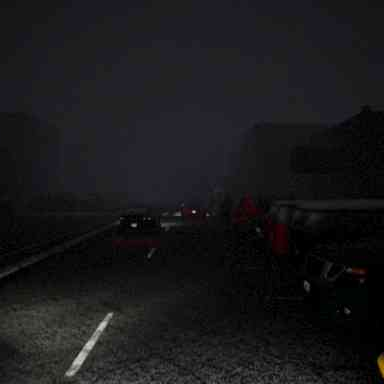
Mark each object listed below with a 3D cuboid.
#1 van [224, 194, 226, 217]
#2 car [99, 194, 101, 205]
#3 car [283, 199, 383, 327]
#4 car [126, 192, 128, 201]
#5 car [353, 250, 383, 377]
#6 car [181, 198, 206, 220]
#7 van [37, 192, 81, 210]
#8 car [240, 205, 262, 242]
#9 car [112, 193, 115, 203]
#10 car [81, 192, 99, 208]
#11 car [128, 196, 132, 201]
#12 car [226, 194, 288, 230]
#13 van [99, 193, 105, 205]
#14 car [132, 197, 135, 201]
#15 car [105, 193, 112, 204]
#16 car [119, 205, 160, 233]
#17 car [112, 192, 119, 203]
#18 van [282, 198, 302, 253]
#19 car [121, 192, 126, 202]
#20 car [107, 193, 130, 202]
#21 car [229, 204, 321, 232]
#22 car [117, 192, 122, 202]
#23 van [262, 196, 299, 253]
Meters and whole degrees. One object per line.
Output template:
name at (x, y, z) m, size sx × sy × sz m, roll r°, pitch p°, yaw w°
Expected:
van at (4.628, 1.192, 22.359) m, size 4.442 × 1.987 × 1.878 m, roll 0°, pitch 0°, yaw 0°
car at (-15.867, 1.290, 47.044) m, size 4.674 × 1.452 × 2.002 m, roll 0°, pitch 0°, yaw 0°
car at (4.681, 1.224, 5.563) m, size 5.566 × 2.045 × 2.435 m, roll 0°, pitch 0°, yaw 0°
car at (-15.902, 1.254, 66.335) m, size 5.008 × 1.535 × 2.097 m, roll 0°, pitch 0°, yaw 0°
car at (4.525, 1.476, 2.780) m, size 5.366 × 1.575 × 1.946 m, roll 0°, pitch 0°, yaw 0°
car at (0.152, 1.472, 27.285) m, size 1.994 × 1.385 × 4.181 m, roll 0°, pitch 0°, yaw 0°
van at (-15.734, 1.076, 38.772) m, size 4.442 × 1.987 × 1.878 m, roll 0°, pitch 0°, yaw 0°
car at (4.715, 1.457, 13.899) m, size 4.892 × 1.521 × 2.231 m, roll 0°, pitch 0°, yaw 0°
car at (-15.849, 1.260, 55.311) m, size 4.792 × 1.488 × 2.163 m, roll 0°, pitch 0°, yaw 0°
car at (-15.831, 1.012, 44.283) m, size 5.566 × 2.045 × 2.435 m, roll 0°, pitch 0°, yaw 0°
car at (-15.931, 1.018, 69.093) m, size 5.566 × 2.045 × 2.435 m, roll 0°, pitch 0°, yaw 0°
car at (4.757, 1.193, 16.799) m, size 5.566 × 2.045 × 2.435 m, roll 0°, pitch 0°, yaw 0°
van at (-15.985, 1.013, 49.920) m, size 4.442 × 1.987 × 1.878 m, roll 0°, pitch 0°, yaw 0°
car at (-15.915, 1.351, 74.602) m, size 4.674 × 1.452 × 2.002 m, roll 0°, pitch 0°, yaw 0°
car at (-15.880, 1.233, 52.555) m, size 5.008 × 1.535 × 2.097 m, roll 0°, pitch 0°, yaw 0°
car at (-2.879, 1.465, 18.877) m, size 1.812 × 1.442 × 4.674 m, roll 0°, pitch 0°, yaw 0°
car at (-15.890, 1.232, 58.067) m, size 4.892 × 1.521 × 2.231 m, roll 0°, pitch 0°, yaw 0°
van at (4.830, 1.244, 8.462) m, size 4.442 × 1.987 × 1.878 m, roll 0°, pitch 0°, yaw 0°
car at (-15.888, 1.243, 63.579) m, size 5.008 × 1.535 × 2.097 m, roll 0°, pitch 0°, yaw 0°
car at (-15.875, 1.162, 71.847) m, size 4.553 × 1.767 × 2.185 m, roll 0°, pitch 0°, yaw 0°
car at (4.708, 1.463, 19.453) m, size 4.792 × 1.488 × 2.163 m, roll 0°, pitch 0°, yaw 0°
car at (-15.894, 1.236, 60.823) m, size 4.892 × 1.521 × 2.231 m, roll 0°, pitch 0°, yaw 0°
van at (4.835, 1.238, 11.116) m, size 4.442 × 1.987 × 1.878 m, roll 0°, pitch 0°, yaw 0°
